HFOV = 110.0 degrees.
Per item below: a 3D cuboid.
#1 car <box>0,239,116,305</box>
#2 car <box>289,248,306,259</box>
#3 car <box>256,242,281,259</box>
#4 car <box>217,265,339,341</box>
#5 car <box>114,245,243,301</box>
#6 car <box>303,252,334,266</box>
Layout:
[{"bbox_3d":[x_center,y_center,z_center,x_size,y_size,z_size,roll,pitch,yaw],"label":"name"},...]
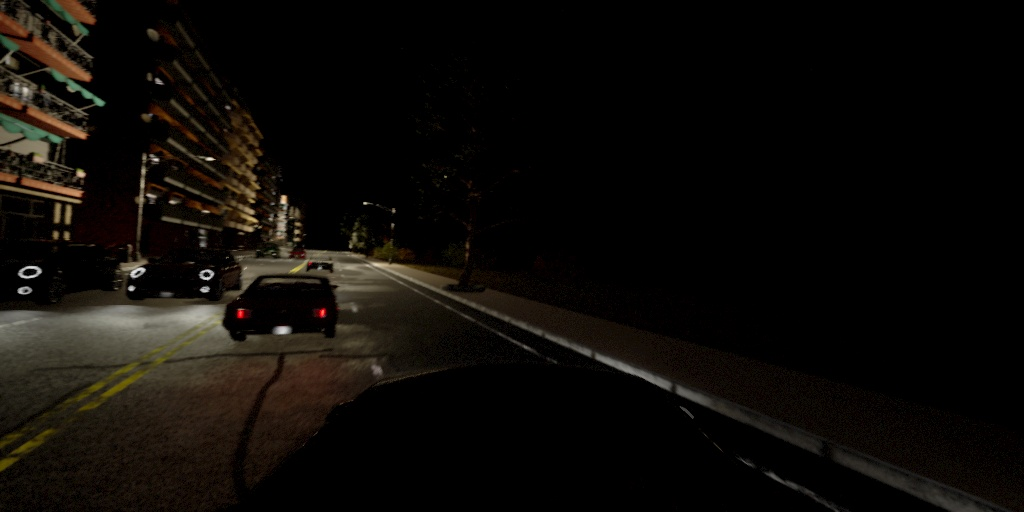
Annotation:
[{"bbox_3d":[-13.502,0.308,10.220,2.097,1.767,4.553,4,0,-27],"label":"car"},{"bbox_3d":[-29.407,-0.300,49.371,1.882,1.535,5.008,4,0,-26],"label":"car"},{"bbox_3d":[-31.953,-0.732,47.242,2.150,2.045,5.566,4,0,-26],"label":"car"},{"bbox_3d":[-5.305,1.064,8.759,1.895,1.301,4.718,4,0,-27],"label":"car"},{"bbox_3d":[-10.965,0.483,12.402,2.097,1.767,4.553,4,0,-27],"label":"car"},{"bbox_3d":[-15.357,0.569,28.843,1.895,1.301,4.718,4,0,-27],"label":"car"}]
